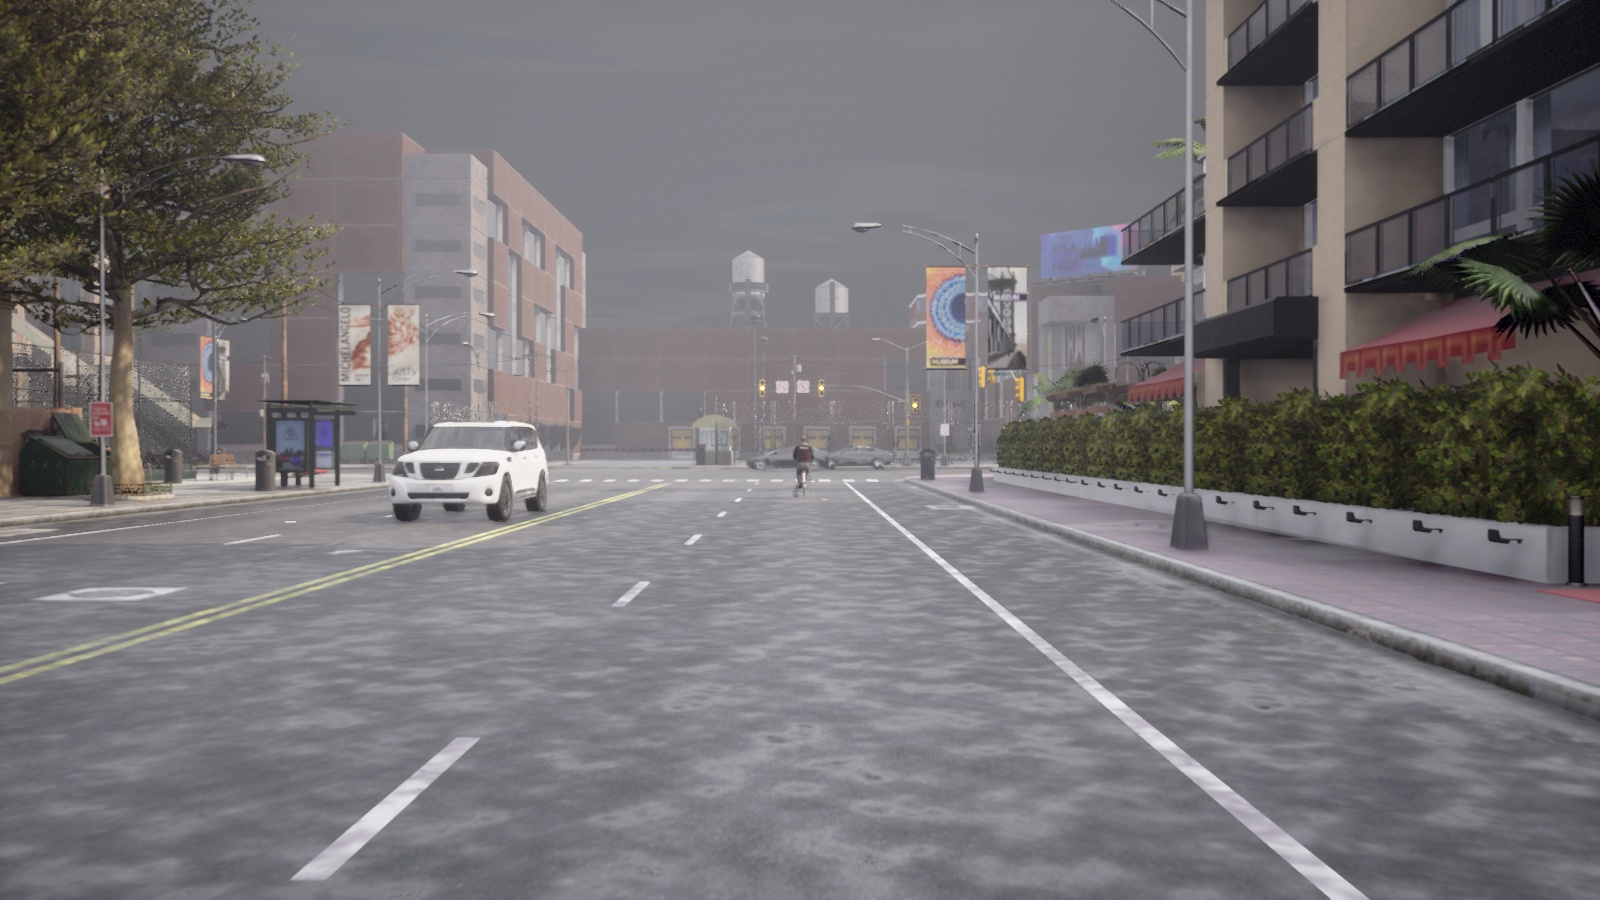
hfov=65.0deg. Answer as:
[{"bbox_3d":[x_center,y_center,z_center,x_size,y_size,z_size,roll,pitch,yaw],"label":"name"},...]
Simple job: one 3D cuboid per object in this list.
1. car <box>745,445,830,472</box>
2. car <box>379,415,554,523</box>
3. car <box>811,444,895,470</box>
[{"bbox_3d":[-0.733,0.474,71.948,4.792,1.488,2.163,0,0,-1],"label":"car"},{"bbox_3d":[-6.857,0.363,26.548,2.150,2.045,5.566,0,0,1],"label":"car"},{"bbox_3d":[3.135,0.421,75.440,4.902,1.511,2.128,0,0,-1],"label":"car"}]
